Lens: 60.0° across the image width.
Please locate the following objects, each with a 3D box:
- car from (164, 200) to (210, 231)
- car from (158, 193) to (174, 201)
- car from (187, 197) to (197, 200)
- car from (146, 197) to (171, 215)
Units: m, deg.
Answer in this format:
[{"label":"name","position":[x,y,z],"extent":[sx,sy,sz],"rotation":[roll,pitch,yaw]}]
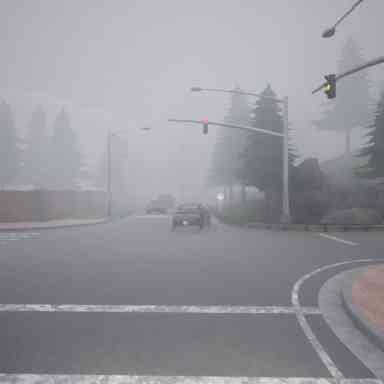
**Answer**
[{"label":"car","position":[0.007,1.493,20.873],"extent":[2.128,1.511,4.902],"rotation":[1,0,9]},{"label":"car","position":[-3.625,1.221,45.274],"extent":[2.150,2.045,5.566],"rotation":[0,0,0]},{"label":"car","position":[0.020,1.563,58.941],"extent":[1.994,1.385,4.181],"rotation":[0,0,0]},{"label":"car","position":[-3.624,1.547,34.861],"extent":[2.033,1.411,5.357],"rotation":[0,0,0]}]
